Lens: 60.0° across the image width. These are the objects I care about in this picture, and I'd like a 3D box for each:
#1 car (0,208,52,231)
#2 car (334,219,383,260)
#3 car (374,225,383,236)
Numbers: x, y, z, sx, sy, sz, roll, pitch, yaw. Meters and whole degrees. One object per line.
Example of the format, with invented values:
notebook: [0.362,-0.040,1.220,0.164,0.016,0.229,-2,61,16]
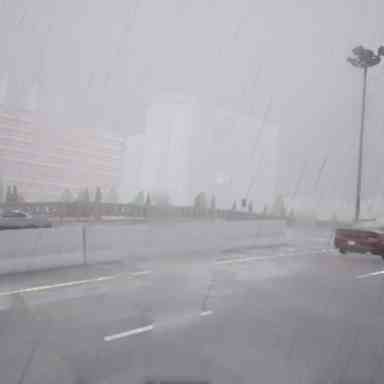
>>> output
car: [-8.895,1.487,14.844,4.902,1.511,2.128,0,0,-35]
car: [7.882,1.862,13.666,5.008,1.535,1.882,4,-2,-35]
car: [26.248,5.209,44.167,4.181,1.385,1.994,8,-4,-35]
